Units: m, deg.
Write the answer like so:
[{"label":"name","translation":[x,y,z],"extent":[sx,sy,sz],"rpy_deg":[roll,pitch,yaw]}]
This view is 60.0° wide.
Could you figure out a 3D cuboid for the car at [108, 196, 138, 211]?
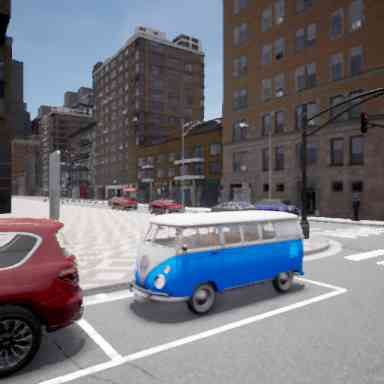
[{"label":"car","translation":[-8.328,1.431,40.839],"extent":[1.882,1.535,5.008],"rpy_deg":[0,0,-34]}]

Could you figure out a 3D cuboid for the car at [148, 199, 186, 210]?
[{"label":"car","translation":[-2.451,1.433,32.315],"extent":[1.882,1.535,5.008],"rpy_deg":[0,0,-35]}]

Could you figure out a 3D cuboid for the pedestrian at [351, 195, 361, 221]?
[{"label":"pedestrian","translation":[11.449,1.090,23.159],"extent":[0.375,1.860,0.375],"rpy_deg":[0,0,-35]}]

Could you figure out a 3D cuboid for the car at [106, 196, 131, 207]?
[{"label":"car","translation":[-11.196,1.414,50.502],"extent":[1.882,1.535,5.008],"rpy_deg":[0,0,-35]}]

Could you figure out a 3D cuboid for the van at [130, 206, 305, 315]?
[{"label":"van","translation":[0.712,1.338,7.276],"extent":[3.998,1.788,1.690],"rpy_deg":[0,0,-36]}]

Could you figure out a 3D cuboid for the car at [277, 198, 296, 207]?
[{"label":"car","translation":[5.913,1.303,25.808],"extent":[2.097,1.767,4.553],"rpy_deg":[0,0,-34]}]

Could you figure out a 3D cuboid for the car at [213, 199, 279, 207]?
[{"label":"car","translation":[3.392,1.446,23.837],"extent":[2.128,1.511,4.902],"rpy_deg":[0,0,-36]}]

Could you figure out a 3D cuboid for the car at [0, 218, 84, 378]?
[{"label":"car","translation":[-3.880,1.315,3.999],"extent":[5.009,1.841,2.192],"rpy_deg":[0,0,-36]}]
